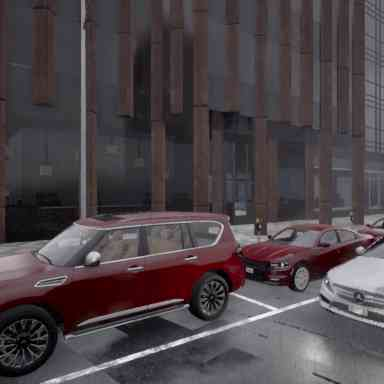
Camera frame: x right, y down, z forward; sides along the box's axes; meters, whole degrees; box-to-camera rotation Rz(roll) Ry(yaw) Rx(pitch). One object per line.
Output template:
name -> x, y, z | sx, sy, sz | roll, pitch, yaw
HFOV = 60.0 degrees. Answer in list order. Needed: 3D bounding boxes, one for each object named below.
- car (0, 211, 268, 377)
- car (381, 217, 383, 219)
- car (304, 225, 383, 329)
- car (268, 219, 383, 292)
car -> -1.289, 1.315, 5.735 | 5.009, 1.841, 2.192 | 0, 0, -36
car -> 7.579, 1.547, 12.097 | 4.507, 1.381, 1.887 | 0, 0, -36
car -> 4.423, 1.526, 6.433 | 4.674, 1.442, 1.812 | 0, 0, -36
car -> 3.145, 1.545, 8.916 | 4.507, 1.381, 1.887 | 0, 0, -36
